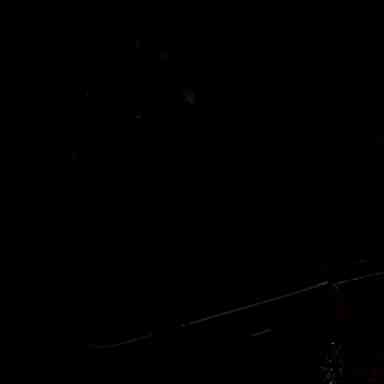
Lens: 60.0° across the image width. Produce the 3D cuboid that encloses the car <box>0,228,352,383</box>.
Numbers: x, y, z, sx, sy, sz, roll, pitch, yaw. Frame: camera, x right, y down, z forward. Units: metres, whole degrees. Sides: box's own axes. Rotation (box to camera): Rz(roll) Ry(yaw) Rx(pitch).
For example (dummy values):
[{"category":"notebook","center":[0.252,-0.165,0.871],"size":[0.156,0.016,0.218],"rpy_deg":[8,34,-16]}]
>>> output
[{"category":"car","center":[-0.371,1.344,3.554],"size":[4.553,1.767,2.097],"rpy_deg":[0,0,-34]}]
